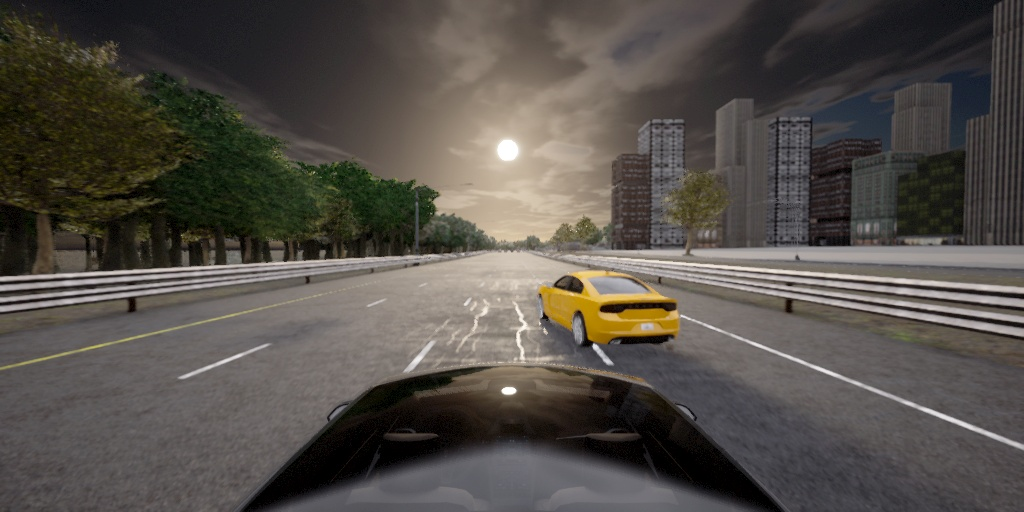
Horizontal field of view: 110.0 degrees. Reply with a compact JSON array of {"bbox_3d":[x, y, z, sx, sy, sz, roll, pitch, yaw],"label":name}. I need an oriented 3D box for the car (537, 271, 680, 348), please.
[{"bbox_3d":[2.038,1.106,9.063,1.882,1.535,5.008,0,1,-11],"label":"car"}]
